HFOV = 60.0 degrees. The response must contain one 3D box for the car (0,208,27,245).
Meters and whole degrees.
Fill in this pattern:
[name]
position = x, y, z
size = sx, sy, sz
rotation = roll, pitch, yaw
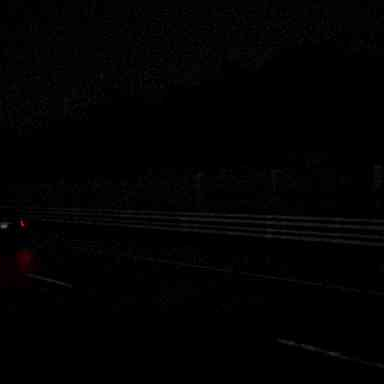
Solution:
[car]
position = -9.534, 1.473, 15.085
size = 4.553, 1.767, 2.097
rotation = -1, 0, 36
